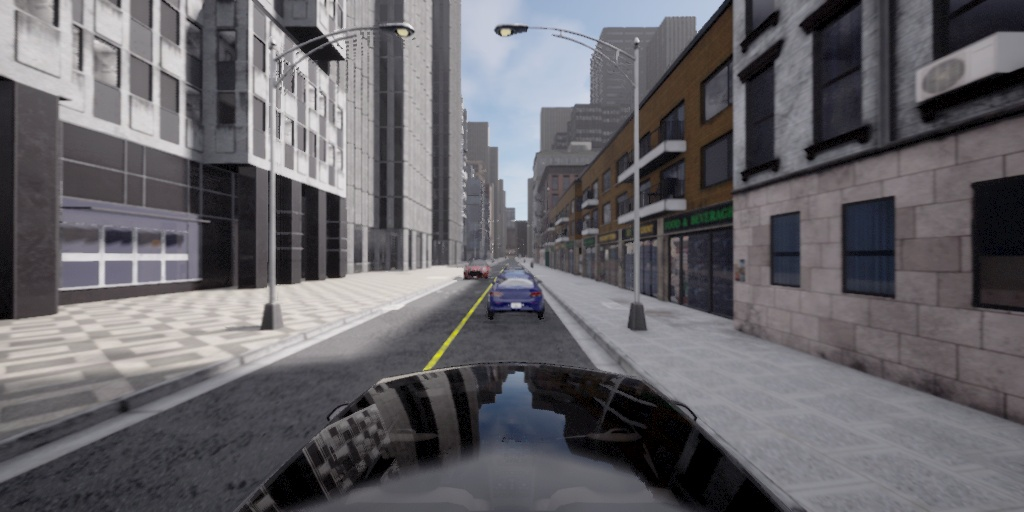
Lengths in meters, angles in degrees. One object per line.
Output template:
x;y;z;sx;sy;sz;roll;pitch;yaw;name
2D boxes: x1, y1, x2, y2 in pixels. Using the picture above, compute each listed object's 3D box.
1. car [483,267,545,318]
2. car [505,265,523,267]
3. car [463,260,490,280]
0.126;1.288;12.874;1.812;1.442;4.674;0;0;0;car
0.176;1.386;30.020;1.895;1.301;4.718;0;0;0;car
-3.011;1.138;31.541;2.097;1.767;4.553;0;0;0;car
